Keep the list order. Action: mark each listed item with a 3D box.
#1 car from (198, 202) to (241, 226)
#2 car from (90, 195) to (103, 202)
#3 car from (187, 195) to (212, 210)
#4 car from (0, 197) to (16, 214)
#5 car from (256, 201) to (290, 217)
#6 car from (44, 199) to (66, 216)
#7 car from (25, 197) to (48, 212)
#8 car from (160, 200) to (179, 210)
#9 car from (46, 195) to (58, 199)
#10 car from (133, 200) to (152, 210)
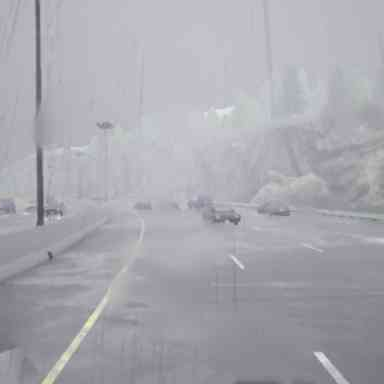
[{"bbox_3d":[1.935,1.657,23.737,1.895,1.301,4.718,-1,0,-9],"label":"car"},{"bbox_3d":[-23.540,1.599,82.167,2.097,1.767,4.553,-1,0,-32],"label":"car"},{"bbox_3d":[1.028,1.366,44.875,2.150,2.045,5.566,0,0,-16],"label":"car"},{"bbox_3d":[-24.293,1.717,42.796,2.150,2.045,5.566,-1,0,-17],"label":"car"},{"bbox_3d":[7.674,1.565,31.779,1.994,1.385,4.181,-1,0,-11],"label":"car"},{"bbox_3d":[-15.638,1.908,38.300,2.033,1.411,5.357,-1,0,-14],"label":"car"},{"bbox_3d":[-21.719,1.828,46.007,2.097,1.767,4.553,-1,0,-19],"label":"car"},{"bbox_3d":[-3.288,1.814,47.040,1.895,1.301,4.718,-1,0,-17],"label":"car"},{"bbox_3d":[-31.985,1.569,75.865,2.150,2.045,5.566,-1,0,-32],"label":"car"},{"bbox_3d":[-7.036,1.815,47.371,2.033,1.411,5.357,-1,0,-20],"label":"car"}]
